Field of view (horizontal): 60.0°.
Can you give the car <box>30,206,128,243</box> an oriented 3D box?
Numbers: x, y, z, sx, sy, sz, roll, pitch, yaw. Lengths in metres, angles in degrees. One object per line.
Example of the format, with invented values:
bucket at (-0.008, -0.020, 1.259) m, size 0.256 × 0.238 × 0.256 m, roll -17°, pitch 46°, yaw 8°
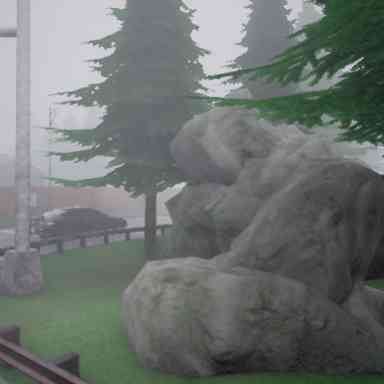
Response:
car at (-5.095, 1.366, 15.299) m, size 1.812 × 1.442 × 4.674 m, roll 1°, pitch 1°, yaw 36°
